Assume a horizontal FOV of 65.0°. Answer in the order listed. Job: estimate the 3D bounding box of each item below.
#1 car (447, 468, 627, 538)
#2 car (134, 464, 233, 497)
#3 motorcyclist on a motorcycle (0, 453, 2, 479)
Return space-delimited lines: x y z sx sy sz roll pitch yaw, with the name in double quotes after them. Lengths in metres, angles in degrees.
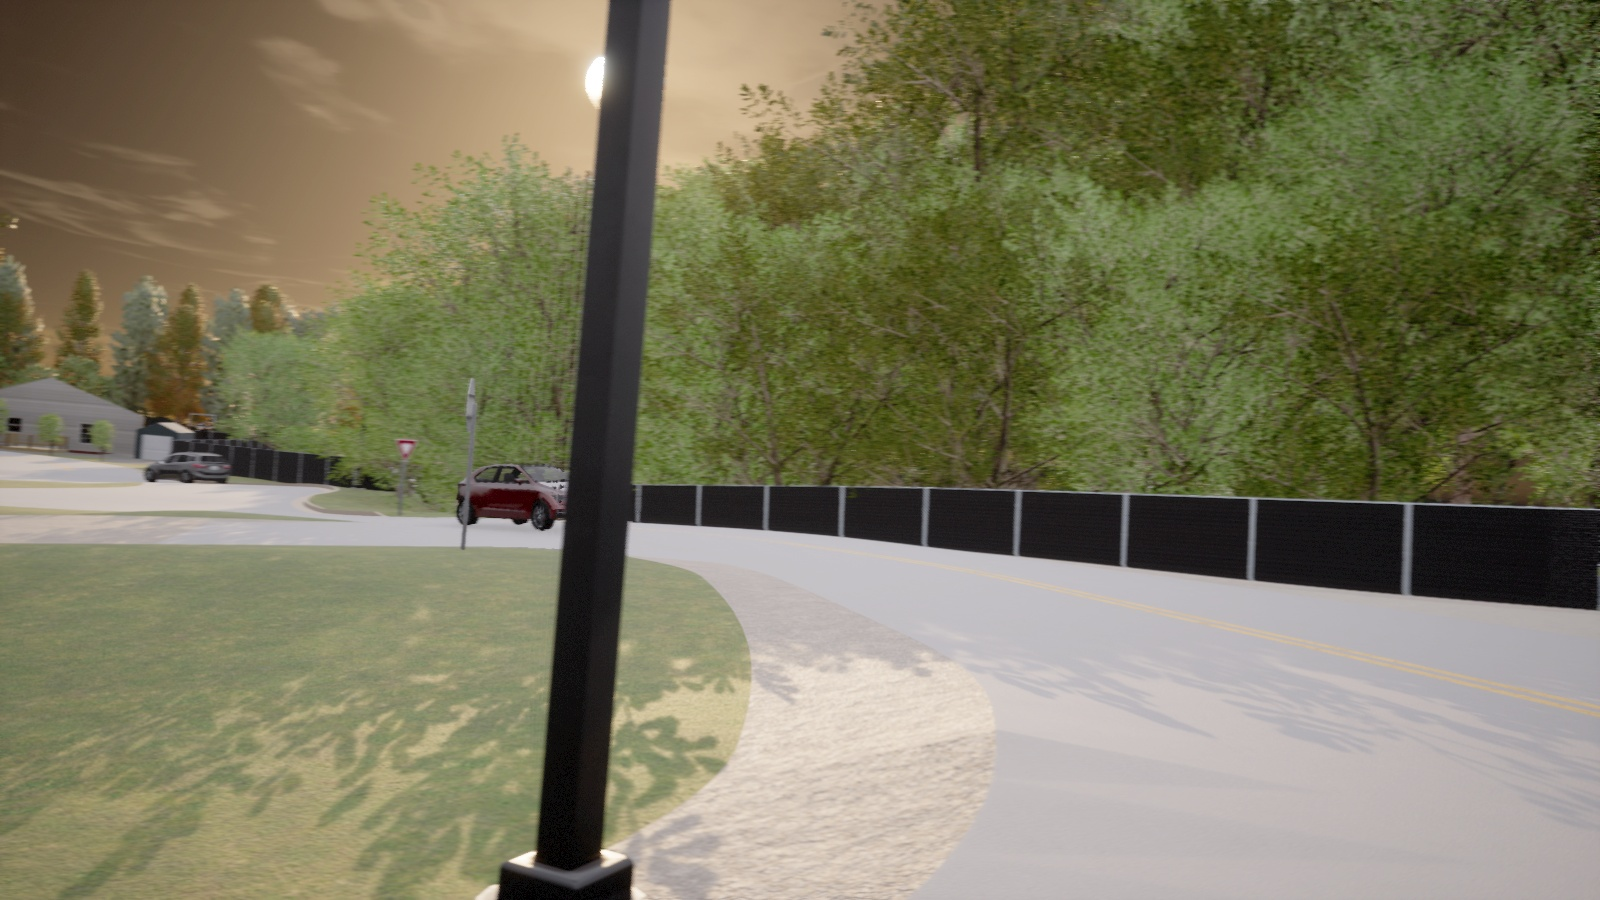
-6.042 1.171 28.602 4.193 1.474 1.816 -1 -2 40 "car"
-31.743 1.558 64.639 4.611 1.667 2.242 0 -2 28 "car"
-49.468 0.936 76.443 2.191 1.530 0.866 3 0 40 "motorcyclist on a motorcycle"
